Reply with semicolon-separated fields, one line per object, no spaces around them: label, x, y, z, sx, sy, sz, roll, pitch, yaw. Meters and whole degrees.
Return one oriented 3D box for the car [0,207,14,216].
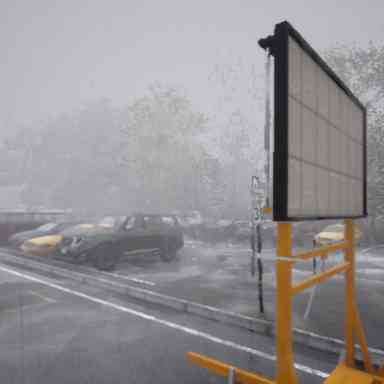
car;-33.333;3.339;56.374;2.231;1.521;4.892;-1;-3;40

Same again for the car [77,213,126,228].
car;-9.917;3.102;36.766;2.163;1.488;4.792;-1;-3;40

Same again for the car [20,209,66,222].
car;-20.435;3.211;45.834;1.946;1.575;5.366;-1;-3;40

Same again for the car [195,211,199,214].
car;-1.390;2.658;29.666;2.435;2.045;5.566;-1;-4;40

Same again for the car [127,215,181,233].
car;-3.510;2.955;31.449;2.231;1.521;4.892;-1;-4;40

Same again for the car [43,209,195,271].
car;-2.710;1.860;13.752;2.435;2.045;5.566;-1;-4;40

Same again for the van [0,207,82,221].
van;-9.073;2.026;19.250;1.878;1.987;4.442;-1;-4;40

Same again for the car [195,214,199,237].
car;0.757;2.867;27.902;2.097;1.535;5.008;-1;-4;40

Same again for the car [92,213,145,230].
car;-7.652;3.041;35.155;1.946;1.575;5.366;-1;-4;40

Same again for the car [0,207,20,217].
car;-31.324;3.304;54.448;1.946;1.575;5.366;-1;-3;40

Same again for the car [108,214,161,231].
car;-5.642;2.996;33.230;2.097;1.535;5.008;-1;-4;40

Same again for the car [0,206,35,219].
car;-26.923;3.148;51.061;2.185;1.767;4.553;-1;-3;40

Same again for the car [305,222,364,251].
car;9.157;2.679;20.642;1.946;1.575;5.366;-1;-4;40

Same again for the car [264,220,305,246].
car;7.163;2.766;22.583;2.163;1.488;4.792;-1;-4;40

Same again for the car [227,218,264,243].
car;5.019;2.780;24.345;2.231;1.521;4.892;-1;-4;40

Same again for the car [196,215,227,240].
car;2.888;2.823;26.123;2.097;1.535;5.008;-1;-4;40

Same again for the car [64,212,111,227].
car;-12.016;3.135;38.595;2.163;1.488;4.792;-1;-3;40

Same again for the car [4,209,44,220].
car;-24.834;3.277;49.228;2.163;1.488;4.792;-1;-3;40

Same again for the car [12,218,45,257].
car;-4.967;2.145;15.416;1.946;1.575;5.366;-1;-4;40

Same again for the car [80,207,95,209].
car;-14.176;2.881;40.342;2.435;2.045;5.566;-1;-3;40

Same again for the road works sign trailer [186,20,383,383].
road works sign trailer;1.100;0.653;3.173;2.880;3.560;2.380;-1;-4;39

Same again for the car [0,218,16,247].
car;-6.999;2.242;17.354;2.002;1.452;4.674;-1;-4;40
